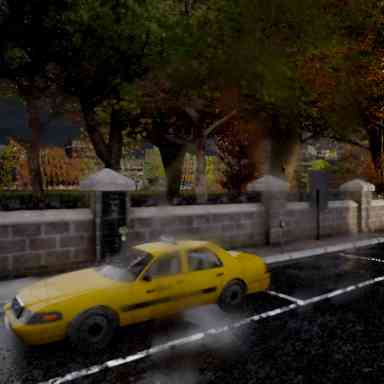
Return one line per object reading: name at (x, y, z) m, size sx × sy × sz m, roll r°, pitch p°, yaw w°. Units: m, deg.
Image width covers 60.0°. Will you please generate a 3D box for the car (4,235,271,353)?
car at (-0.648, 1.521, 6.101) m, size 4.829 × 1.417 × 1.752 m, roll 0°, pitch 0°, yaw -36°
